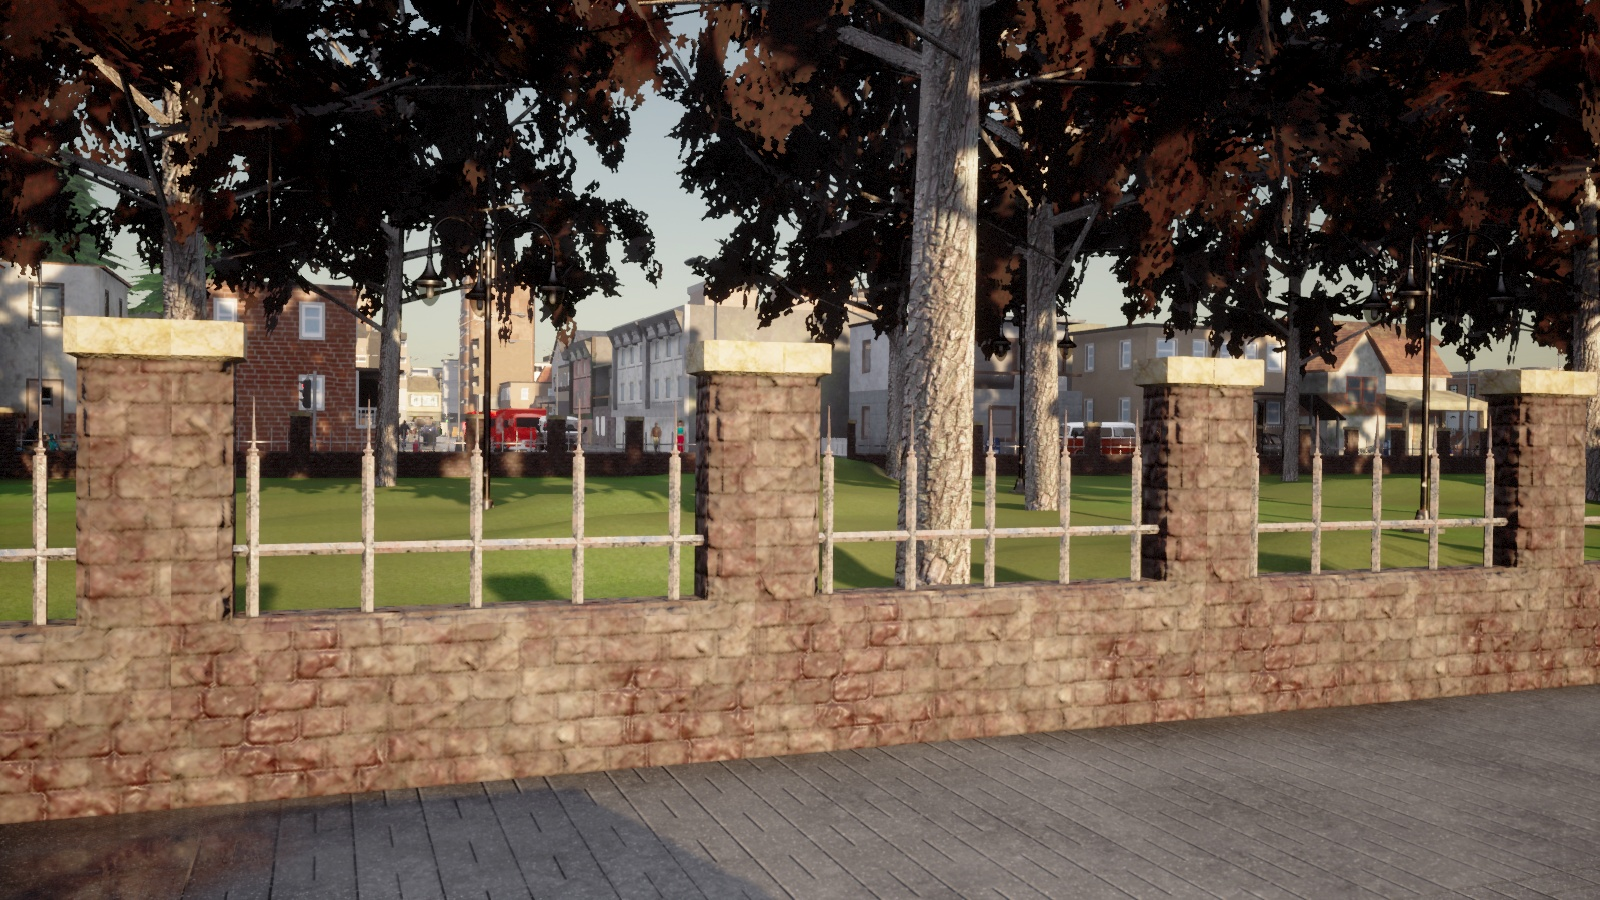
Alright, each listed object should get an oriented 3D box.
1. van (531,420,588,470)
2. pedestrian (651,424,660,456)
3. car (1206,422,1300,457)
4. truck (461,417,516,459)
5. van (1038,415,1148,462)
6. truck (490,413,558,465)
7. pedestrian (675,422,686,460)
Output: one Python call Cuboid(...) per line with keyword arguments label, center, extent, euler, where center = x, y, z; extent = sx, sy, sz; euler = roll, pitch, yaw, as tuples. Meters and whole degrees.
Cuboid(label="van", center=(-10.192, -0.230, 52.929), extent=(2.069, 2.038, 4.480), euler=(0, 1, -14))
Cuboid(label="pedestrian", center=(-8.408, -0.592, 73.153), extent=(0.431, 1.840, 0.703), euler=(-1, 1, -9))
Cuboid(label="car", center=(21.834, -0.524, 60.518), extent=(3.988, 1.617, 1.851), euler=(-1, 1, -21))
Cuboid(label="truck", center=(-19.209, -0.738, 77.320), extent=(2.627, 2.467, 5.204), euler=(-1, 1, -21))
Cuboid(label="van", center=(13.382, -0.555, 57.302), extent=(4.480, 2.038, 2.069), euler=(-1, 1, -21))
Cuboid(label="truck", center=(-14.038, -0.573, 63.686), extent=(2.627, 2.467, 5.204), euler=(-1, 1, -21))
Cuboid(label="pedestrian", center=(-5.887, -0.434, 61.766), extent=(0.345, 1.836, 0.594), euler=(0, 1, 11))
